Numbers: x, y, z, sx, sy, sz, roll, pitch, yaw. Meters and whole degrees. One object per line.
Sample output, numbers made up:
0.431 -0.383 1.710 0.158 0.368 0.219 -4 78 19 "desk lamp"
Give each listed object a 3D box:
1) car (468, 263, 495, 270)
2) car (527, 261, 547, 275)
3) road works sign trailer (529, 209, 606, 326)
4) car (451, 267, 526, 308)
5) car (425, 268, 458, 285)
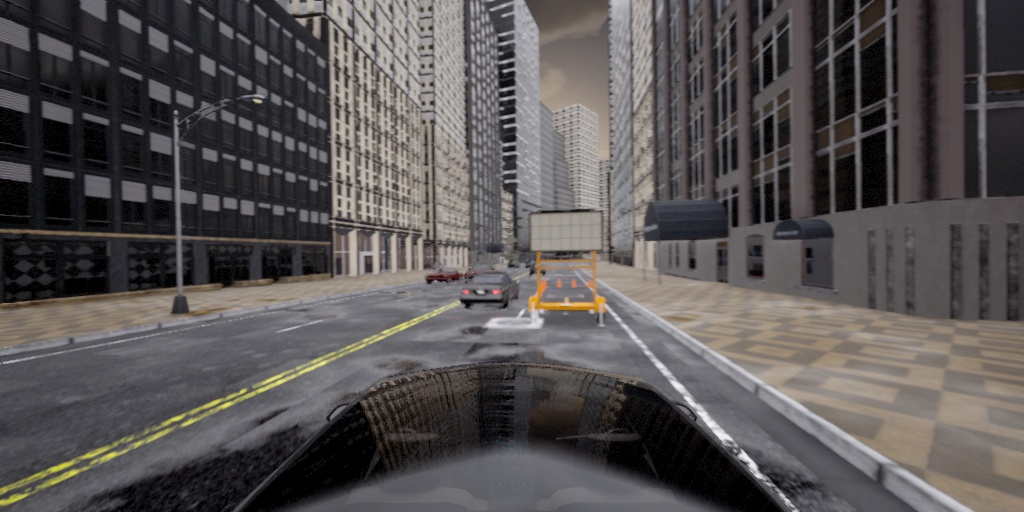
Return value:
-2.398 1.344 29.127 2.097 1.767 4.553 -1 0 8 "car"
3.237 1.556 44.180 1.812 1.442 4.674 -1 0 8 "car"
1.829 0.268 11.917 2.380 3.560 2.880 0 0 9 "road works sign trailer"
-0.804 1.417 15.882 2.033 1.411 5.357 -1 0 8 "car"
-5.581 1.642 29.806 1.895 1.301 4.718 -1 0 8 "car"
